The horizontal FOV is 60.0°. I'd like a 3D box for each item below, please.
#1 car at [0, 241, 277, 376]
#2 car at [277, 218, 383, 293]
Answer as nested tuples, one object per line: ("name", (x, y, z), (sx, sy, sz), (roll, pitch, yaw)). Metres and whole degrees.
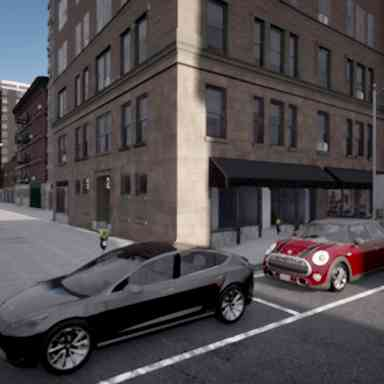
("car", (-0.818, 1.577, 5.614), (4.313, 1.339, 1.947), (0, 0, -36))
("car", (3.789, 1.477, 8.941), (4.097, 1.590, 1.967), (0, 0, -36))
